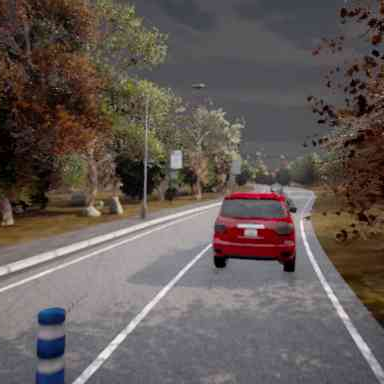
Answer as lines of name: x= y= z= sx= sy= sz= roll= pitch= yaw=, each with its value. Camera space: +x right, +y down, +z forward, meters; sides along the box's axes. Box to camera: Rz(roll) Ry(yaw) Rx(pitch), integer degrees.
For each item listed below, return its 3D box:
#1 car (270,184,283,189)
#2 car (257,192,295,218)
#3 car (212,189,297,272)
car: x=13.540 y=-0.507 z=53.333 sx=2.128 sy=1.511 sz=4.902 roll=0 pitch=2 yaw=19
car: x=6.100 y=0.814 z=23.685 sx=2.033 sy=1.411 sz=5.357 roll=0 pitch=2 yaw=21
car: x=2.094 y=1.036 z=10.572 sx=2.150 sy=2.045 sz=5.566 roll=0 pitch=1 yaw=15
